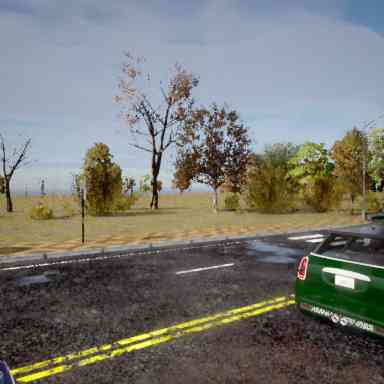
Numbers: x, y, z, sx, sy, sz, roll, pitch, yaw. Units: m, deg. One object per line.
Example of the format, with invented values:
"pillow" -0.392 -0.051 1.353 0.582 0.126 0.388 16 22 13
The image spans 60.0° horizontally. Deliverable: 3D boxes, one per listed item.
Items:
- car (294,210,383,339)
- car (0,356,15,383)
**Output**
"car" 4.027 1.351 6.137 4.553 1.767 2.097 0 0 -34
"car" -3.061 1.352 1.199 4.553 1.767 2.097 0 0 -36
